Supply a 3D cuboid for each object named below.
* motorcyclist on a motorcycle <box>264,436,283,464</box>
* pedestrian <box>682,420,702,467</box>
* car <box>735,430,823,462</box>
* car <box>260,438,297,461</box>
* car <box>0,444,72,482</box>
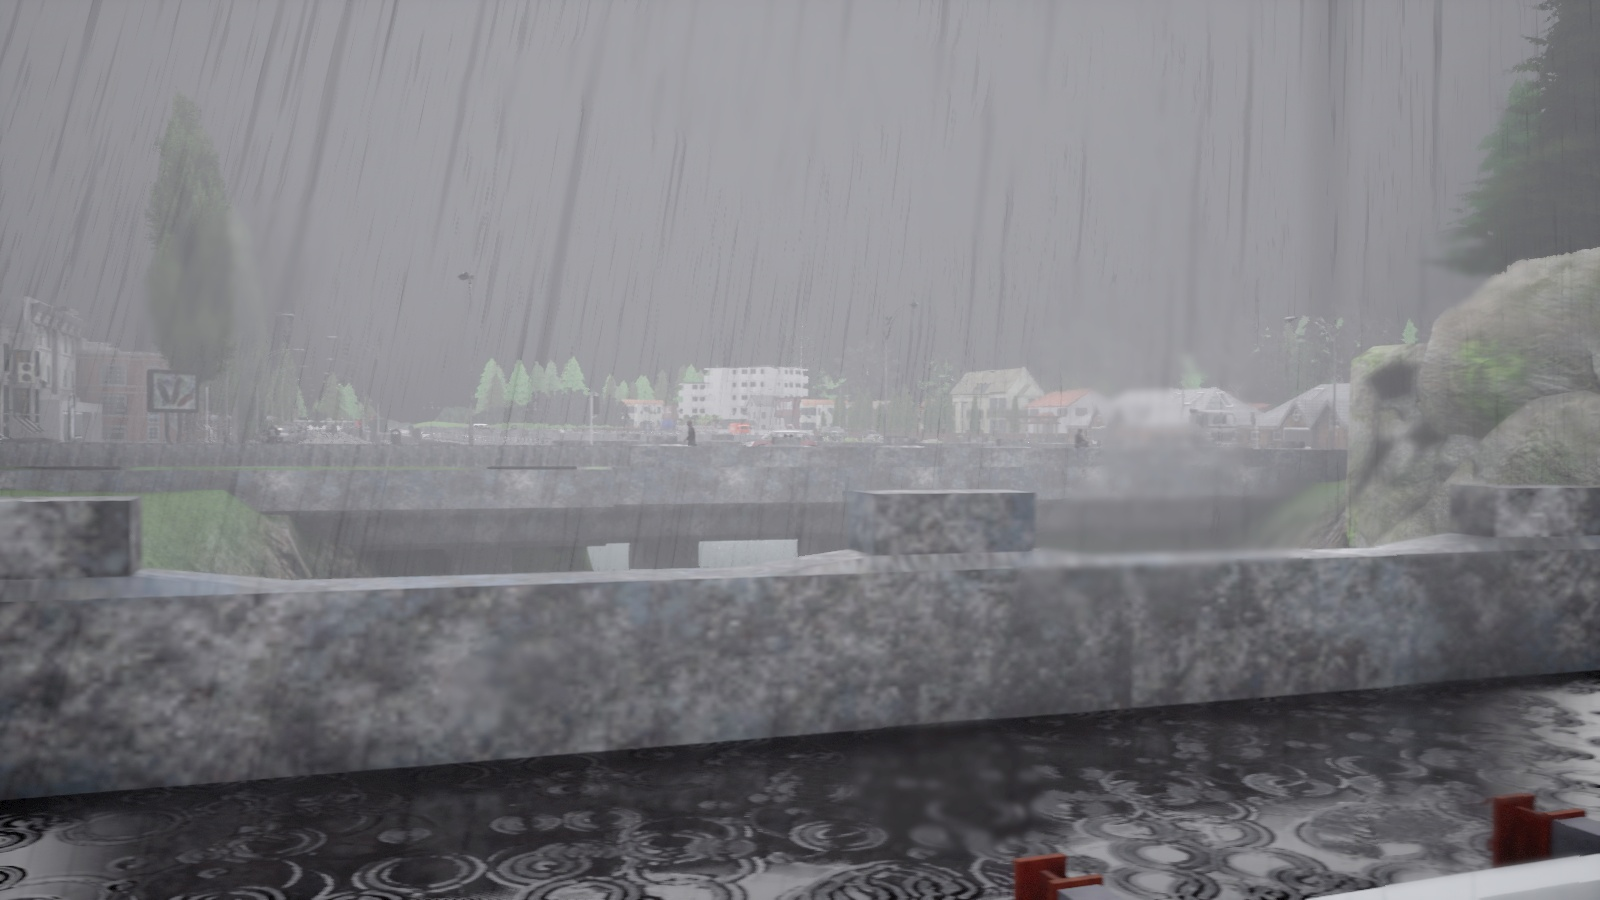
[{"bbox_3d":[-29.997,-0.008,71.591,0.866,1.530,2.191,-1,1,-21],"label":"motorcyclist on a motorcycle"},{"bbox_3d":[-4.318,-0.264,50.284,0.720,1.854,0.376,-1,1,-14],"label":"pedestrian"},{"bbox_3d":[-1.010,-0.212,60.619,3.806,1.475,1.970,-1,1,-21],"label":"car"},{"bbox_3d":[-32.916,-0.072,79.288,1.994,1.385,4.181,-1,1,-21],"label":"car"},{"bbox_3d":[-29.329,0.473,45.627,4.718,1.301,1.895,-1,1,-21],"label":"car"}]
